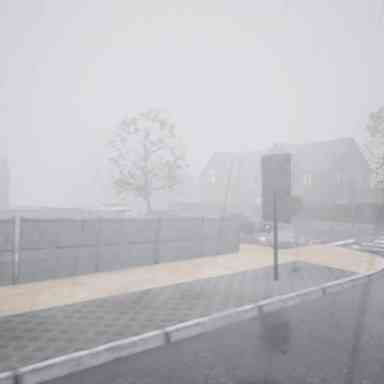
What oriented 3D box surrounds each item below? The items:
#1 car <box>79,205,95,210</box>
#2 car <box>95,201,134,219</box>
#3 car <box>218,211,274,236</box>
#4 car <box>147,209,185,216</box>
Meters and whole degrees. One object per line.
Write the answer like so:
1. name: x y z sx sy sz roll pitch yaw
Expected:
1. car: -16.958 2.769 54.230 2.033 1.411 5.357 -1 -1 -36
2. car: -8.642 2.051 37.695 2.150 2.045 5.566 -1 -1 -35
3. car: 3.264 1.909 21.020 1.994 1.385 4.181 -1 -1 -36
4. car: -2.553 2.183 29.167 1.895 1.301 4.718 -1 -1 -36
